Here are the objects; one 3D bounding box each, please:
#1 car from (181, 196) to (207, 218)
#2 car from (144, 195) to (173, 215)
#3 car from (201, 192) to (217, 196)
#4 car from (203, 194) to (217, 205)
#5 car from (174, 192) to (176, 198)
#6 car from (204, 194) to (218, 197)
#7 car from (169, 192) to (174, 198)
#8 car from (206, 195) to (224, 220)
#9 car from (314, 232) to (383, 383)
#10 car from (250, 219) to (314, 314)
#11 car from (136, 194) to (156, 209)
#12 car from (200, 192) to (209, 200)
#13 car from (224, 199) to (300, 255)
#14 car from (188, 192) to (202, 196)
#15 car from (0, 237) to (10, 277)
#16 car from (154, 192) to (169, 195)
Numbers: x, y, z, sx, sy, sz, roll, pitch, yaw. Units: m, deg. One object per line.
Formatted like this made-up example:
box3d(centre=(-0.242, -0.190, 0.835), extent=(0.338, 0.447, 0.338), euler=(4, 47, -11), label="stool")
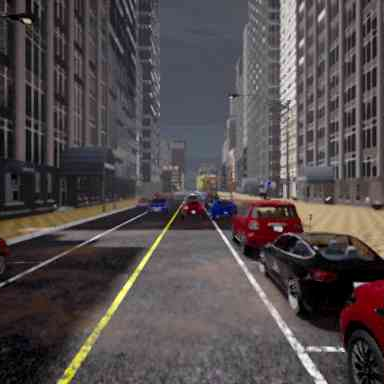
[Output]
box3d(centre=(0.107, 1.335, 27.231), extent=(1.812, 1.442, 4.674), euler=(0, 0, 0), label="car")
box3d(centre=(-3.087, 1.304, 31.614), extent=(1.812, 1.442, 4.674), euler=(0, 0, 0), label="car")
box3d(centre=(2.708, 0.991, 46.068), extent=(2.192, 1.841, 5.009), euler=(0, 0, 0), label="car")
box3d(centre=(2.708, 1.077, 51.608), extent=(1.967, 1.590, 4.097), euler=(0, 0, 0), label="car")
box3d(centre=(-5.662, 0.907, 90.385), extent=(1.887, 1.381, 4.507), euler=(0, 0, 0), label="car")
box3d(centre=(2.705, 1.281, 40.531), extent=(1.947, 1.339, 4.313), euler=(0, 0, 0), label="car")
box3d(centre=(-5.666, 1.025, 73.768), extent=(1.887, 1.381, 4.507), euler=(0, 0, 0), label="car")
box3d(centre=(2.368, 1.296, 25.855), extent=(1.882, 1.535, 5.008), euler=(0, 0, 0), label="car")
box3d(centre=(2.695, 1.302, 1.755), extent=(2.192, 1.841, 5.009), euler=(0, 0, 0), label="car")
box3d(centre=(2.696, 1.514, 7.296), extent=(1.947, 1.339, 4.313), euler=(0, 0, 0), label="car")
box3d(centre=(-5.675, 1.298, 40.533), extent=(1.802, 1.307, 4.206), euler=(0, 0, 0), label="car")
box3d(centre=(2.714, 0.920, 73.765), extent=(1.967, 1.590, 4.097), euler=(0, 0, 0), label="car")
box3d(centre=(2.699, 1.224, 12.834), extent=(2.192, 1.841, 5.009), euler=(0, 0, 0), label="car")
box3d(centre=(0.112, 1.187, 45.377), extent=(1.837, 1.490, 4.892), euler=(0, 1, 0), label="car")
box3d(centre=(-5.684, 1.531, 7.298), extent=(1.802, 1.307, 4.206), euler=(0, 0, 0), label="car")
box3d(centre=(-5.670, 0.913, 57.148), extent=(2.192, 1.841, 5.009), euler=(0, 0, 0), label="car")
